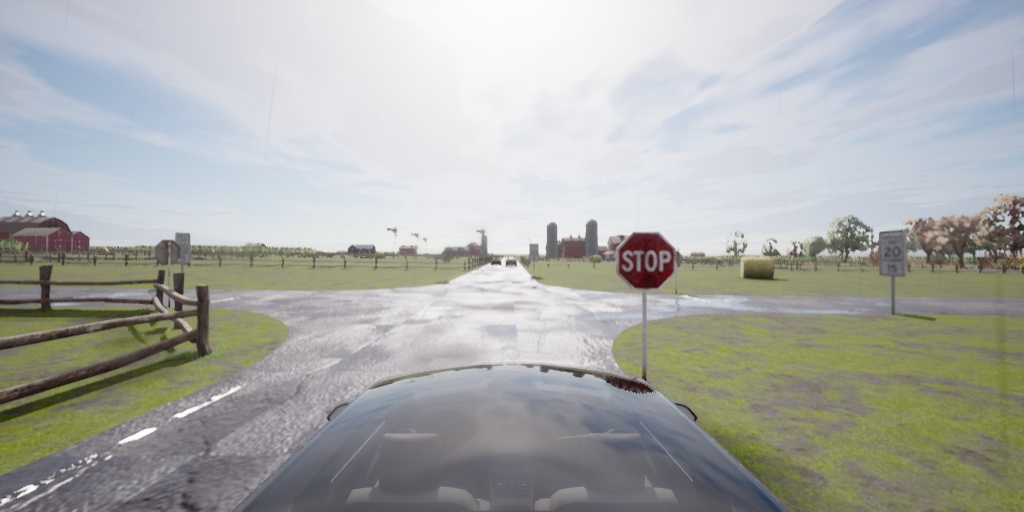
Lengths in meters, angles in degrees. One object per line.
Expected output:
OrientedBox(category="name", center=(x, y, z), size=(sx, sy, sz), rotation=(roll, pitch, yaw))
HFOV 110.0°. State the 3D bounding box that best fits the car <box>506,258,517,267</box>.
OrientedBox(category="car", center=(-0.128, 0.989, 60.569), size=(1.882, 1.535, 5.008), rotation=(0, 0, 0))
